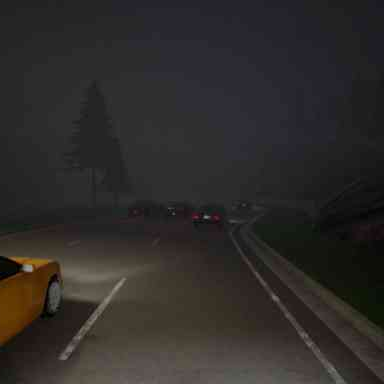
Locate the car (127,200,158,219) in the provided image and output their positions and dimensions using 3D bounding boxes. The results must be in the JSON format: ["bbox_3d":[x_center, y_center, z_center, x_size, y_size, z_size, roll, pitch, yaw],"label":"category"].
[{"bbox_3d":[-3.892,1.432,29.202,1.882,1.535,5.008,0,0,15],"label":"car"}]

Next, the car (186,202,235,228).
[{"bbox_3d":[1.362,1.513,21.806,2.033,1.411,5.357,0,0,13],"label":"car"}]

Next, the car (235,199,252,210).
[{"bbox_3d":[6.351,1.500,41.212,1.994,1.385,4.181,0,0,7],"label":"car"}]

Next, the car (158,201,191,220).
[{"bbox_3d":[-0.738,1.448,27.530,2.128,1.511,4.902,0,0,15],"label":"car"}]

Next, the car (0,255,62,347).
[{"bbox_3d":[-3.397,1.471,4.349,1.882,1.535,5.008,0,0,0],"label":"car"}]
